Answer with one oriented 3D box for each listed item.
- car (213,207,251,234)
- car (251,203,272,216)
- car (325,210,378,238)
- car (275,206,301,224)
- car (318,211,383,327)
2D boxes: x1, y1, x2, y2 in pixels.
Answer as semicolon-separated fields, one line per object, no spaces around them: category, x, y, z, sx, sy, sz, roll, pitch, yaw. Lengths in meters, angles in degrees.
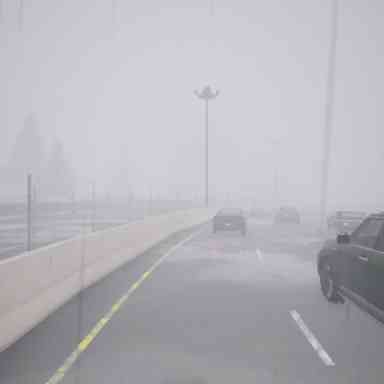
car;2.522;1.706;20.951;1.882;1.535;5.008;0;-1;12
car;7.778;1.934;37.359;1.812;1.442;4.674;0;-1;23
car;9.469;1.824;20.177;1.895;1.301;4.718;0;-1;13
car;8.089;1.872;28.029;1.994;1.385;4.181;0;-1;17
car;3.810;1.281;5.214;2.150;2.045;5.566;0;-1;3
